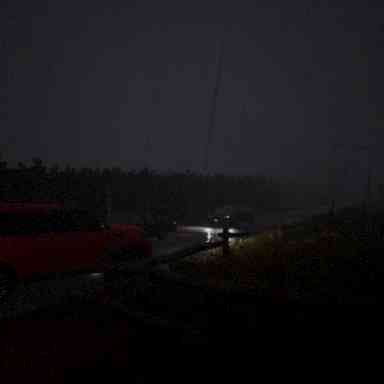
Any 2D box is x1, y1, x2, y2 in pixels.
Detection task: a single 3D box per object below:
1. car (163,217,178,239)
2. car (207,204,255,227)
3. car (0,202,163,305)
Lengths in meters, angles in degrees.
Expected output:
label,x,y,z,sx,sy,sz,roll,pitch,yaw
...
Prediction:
label,x,y,z,sx,sy,sz,roll,pitch,yaw
car,-2.899,1.636,15.792,2.033,1.411,5.357,-1,0,36
car,2.933,1.606,23.936,1.812,1.442,4.674,-1,0,35
car,-3.603,1.281,8.263,2.150,2.045,5.566,1,1,44
